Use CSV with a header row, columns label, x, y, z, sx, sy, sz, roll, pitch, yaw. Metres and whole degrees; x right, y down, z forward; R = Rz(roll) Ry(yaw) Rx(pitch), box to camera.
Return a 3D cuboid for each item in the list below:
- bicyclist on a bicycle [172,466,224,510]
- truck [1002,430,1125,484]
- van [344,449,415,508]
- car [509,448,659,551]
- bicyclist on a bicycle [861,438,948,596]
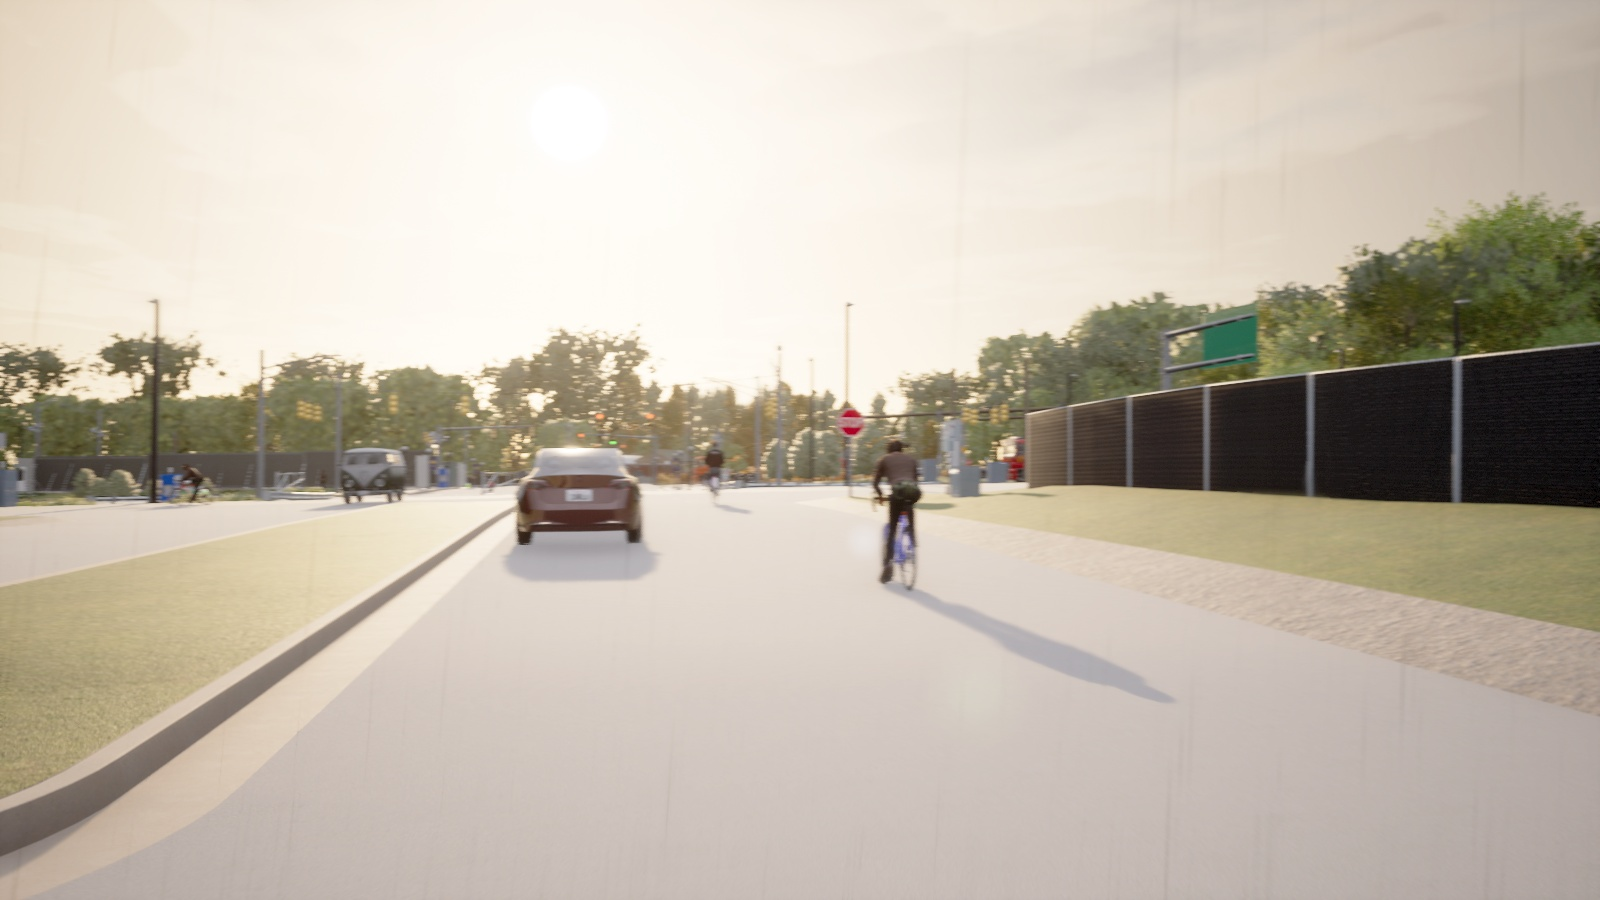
label,x,y,z,sx,sy,sz,roll,pitch,yaw
bicyclist on a bicycle,-23.382,1.461,48.798,1.656,1.620,0.582,-2,0,-9
truck,19.740,0.521,94.232,8.468,3.827,2.891,-2,0,-9
van,-15.382,1.013,46.091,1.775,1.987,4.442,-2,0,-10
car,-3.556,0.718,20.871,2.163,1.488,4.792,-1,0,-9
bicyclist on a bicycle,1.114,0.690,13.750,0.582,1.620,1.656,0,0,-9
